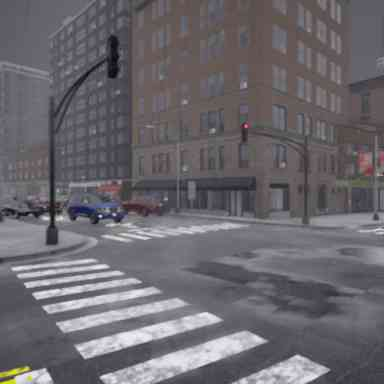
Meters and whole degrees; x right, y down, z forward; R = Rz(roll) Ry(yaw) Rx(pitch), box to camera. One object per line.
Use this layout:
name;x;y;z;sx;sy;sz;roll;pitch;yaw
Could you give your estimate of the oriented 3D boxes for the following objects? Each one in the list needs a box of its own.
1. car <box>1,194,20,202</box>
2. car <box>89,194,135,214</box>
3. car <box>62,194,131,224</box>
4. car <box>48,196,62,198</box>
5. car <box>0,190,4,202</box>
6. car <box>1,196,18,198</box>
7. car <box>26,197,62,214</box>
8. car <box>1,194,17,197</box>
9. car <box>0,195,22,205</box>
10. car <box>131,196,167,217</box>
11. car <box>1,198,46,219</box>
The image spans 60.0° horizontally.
car;-31.369;1.041;57.440;1.802;1.307;4.206;1;0;-44
car;-8.208;1.157;33.867;2.192;1.841;5.009;1;0;-44
car;-7.211;1.157;24.608;2.150;2.045;5.566;0;1;-44
car;-15.929;1.158;41.725;1.967;1.590;4.097;1;0;-44
car;-34.032;0.672;56.476;2.150;2.045;5.566;0;1;-44
car;-18.147;1.364;31.816;1.947;1.339;4.313;1;0;-44
car;-14.034;1.428;31.551;1.895;1.301;4.718;0;1;-44
car;-21.361;1.213;39.031;1.837;1.490;4.892;0;1;-44
car;-27.005;1.170;49.332;1.895;1.301;4.718;0;1;-45
car;-4.348;1.219;29.938;2.192;1.841;5.009;1;0;-44
car;-14.288;1.426;27.888;1.947;1.339;4.313;1;0;-44
